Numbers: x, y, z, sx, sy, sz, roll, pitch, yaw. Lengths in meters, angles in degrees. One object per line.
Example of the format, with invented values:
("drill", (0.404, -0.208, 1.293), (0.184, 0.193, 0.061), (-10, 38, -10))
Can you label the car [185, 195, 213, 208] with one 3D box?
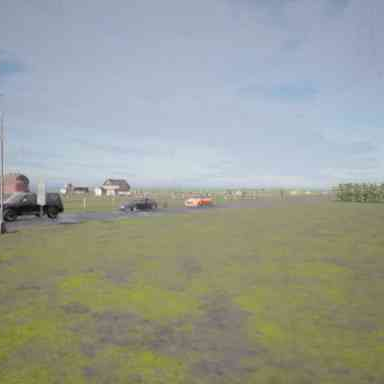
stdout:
("car", (0.981, 1.167, 45.415), (2.097, 1.767, 4.553), (1, 0, 34))

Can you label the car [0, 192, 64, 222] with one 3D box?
("car", (-12.519, 1.054, 25.284), (2.150, 2.045, 5.566), (1, 1, 33))

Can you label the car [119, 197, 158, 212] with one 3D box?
("car", (-5.661, 1.327, 35.540), (1.837, 1.490, 4.892), (1, 0, 34))
